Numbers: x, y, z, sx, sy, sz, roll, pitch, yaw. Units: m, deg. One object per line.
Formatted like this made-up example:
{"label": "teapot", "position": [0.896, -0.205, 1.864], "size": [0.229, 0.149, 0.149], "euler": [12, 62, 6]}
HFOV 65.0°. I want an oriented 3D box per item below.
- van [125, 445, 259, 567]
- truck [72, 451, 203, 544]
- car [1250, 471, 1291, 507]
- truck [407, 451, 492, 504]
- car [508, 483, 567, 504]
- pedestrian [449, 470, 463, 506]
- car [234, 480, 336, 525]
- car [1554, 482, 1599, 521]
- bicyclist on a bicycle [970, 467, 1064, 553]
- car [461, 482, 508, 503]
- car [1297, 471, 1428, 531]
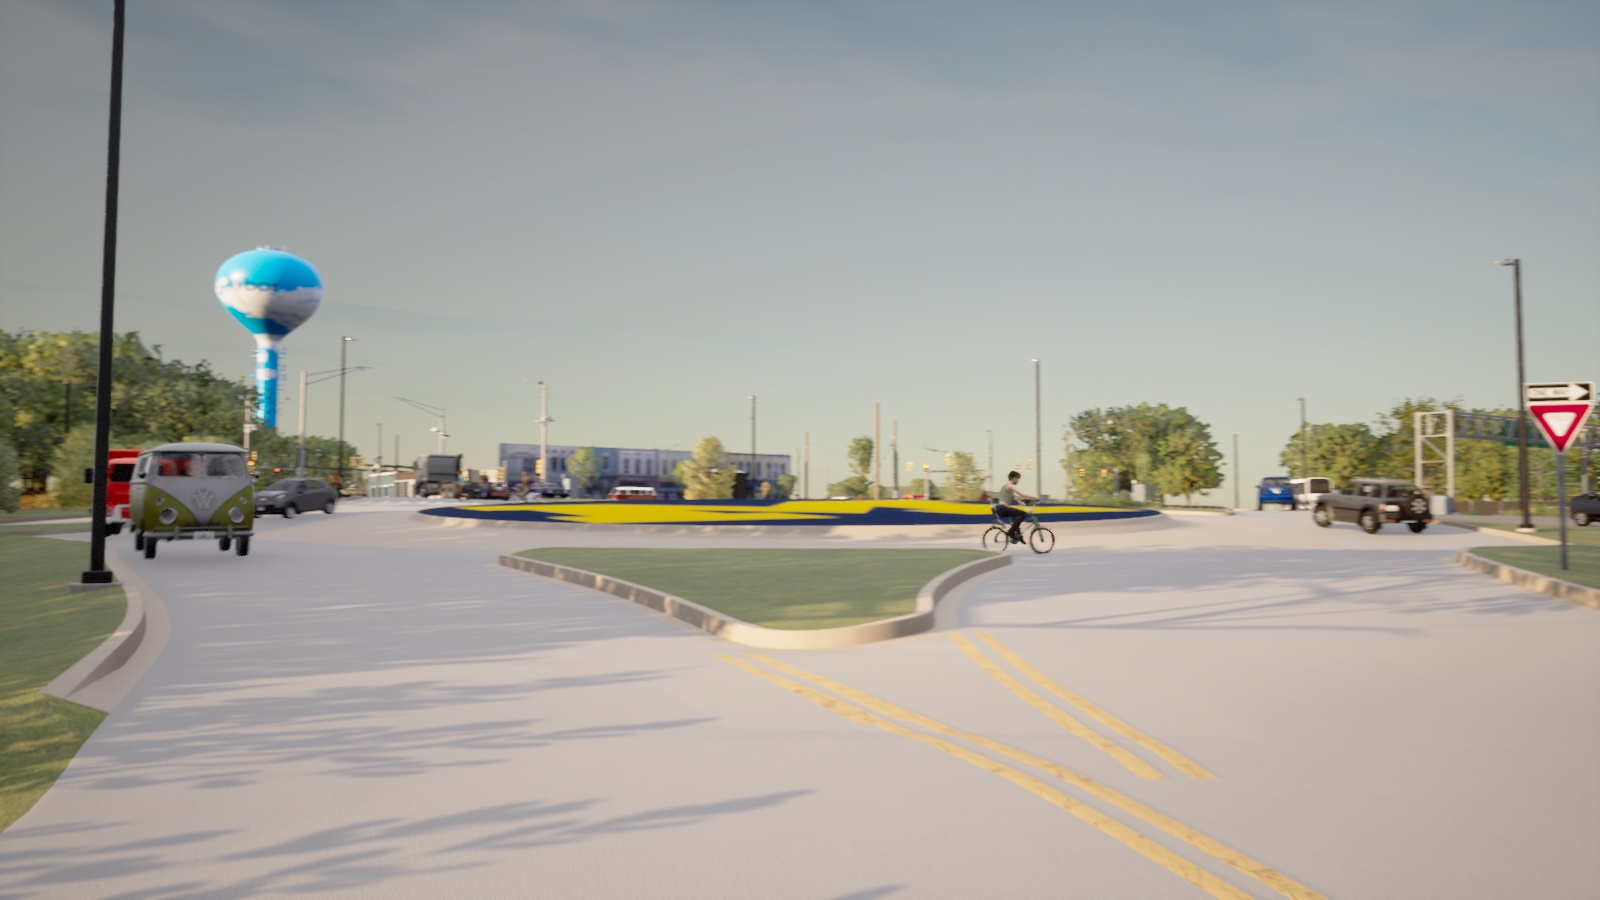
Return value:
{"label": "van", "position": [-11.111, 0.977, 22.795], "size": [1.775, 1.987, 4.442], "euler": [0, -2, -31]}
{"label": "truck", "position": [-18.960, 1.382, 36.221], "size": [2.627, 2.467, 5.204], "euler": [1, -3, -20]}
{"label": "car", "position": [28.488, 2.399, 76.063], "size": [2.150, 2.045, 5.566], "euler": [-2, -3, 21]}
{"label": "truck", "position": [-24.895, 2.028, 88.985], "size": [2.891, 3.462, 7.936], "euler": [3, -4, -39]}
{"label": "car", "position": [-17.792, 2.956, 84.968], "size": [1.895, 1.301, 4.718], "euler": [3, -3, -39]}
{"label": "pedestrian", "position": [-18.610, 2.039, 67.972], "size": [0.692, 1.930, 0.396], "euler": [0, -4, -9]}
{"label": "car", "position": [-19.949, 2.020, 48.772], "size": [1.845, 1.501, 3.633], "euler": [-1, 1, 14]}
{"label": "car", "position": [32.633, 2.040, 49.931], "size": [2.007, 1.525, 4.514], "euler": [0, -1, -12]}
{"label": "bicyclist on a bicycle", "position": [4.162, 1.162, 24.119], "size": [1.509, 1.612, 0.866], "euler": [1, -5, -14]}
{"label": "car", "position": [-23.042, 3.134, 91.686], "size": [1.970, 1.475, 3.806], "euler": [3, -4, -36]}
{"label": "car", "position": [19.413, 1.708, 43.586], "size": [1.932, 1.855, 4.605], "euler": [0, 1, -9]}
